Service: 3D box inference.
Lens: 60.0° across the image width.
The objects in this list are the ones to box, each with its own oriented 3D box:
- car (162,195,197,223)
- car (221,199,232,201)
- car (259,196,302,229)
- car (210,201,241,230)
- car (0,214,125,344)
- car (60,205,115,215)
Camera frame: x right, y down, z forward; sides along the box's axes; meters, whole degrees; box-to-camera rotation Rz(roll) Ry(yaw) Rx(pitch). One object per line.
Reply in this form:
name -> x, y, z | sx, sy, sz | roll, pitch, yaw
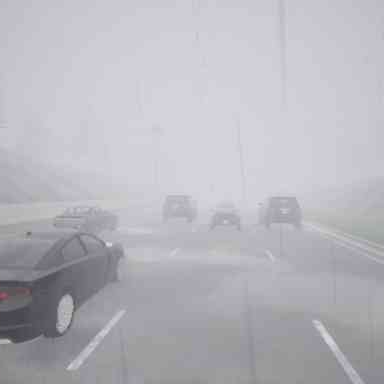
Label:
car -> -0.868, 1.217, 26.043 | 2.150, 2.045, 5.566 | 1, 0, 6
car -> 4.253, 1.570, 41.358 | 1.812, 1.442, 4.674 | 1, 0, 6
car -> 5.775, 1.277, 22.280 | 2.150, 2.045, 5.566 | 1, 0, 6
car -> 2.166, 1.548, 21.326 | 1.812, 1.442, 4.674 | 1, 0, 6
car -> -2.781, 1.453, 6.622 | 1.882, 1.535, 5.008 | 0, 0, 4
car -> -5.308, 1.446, 17.213 | 2.128, 1.511, 4.902 | 1, 0, 6
